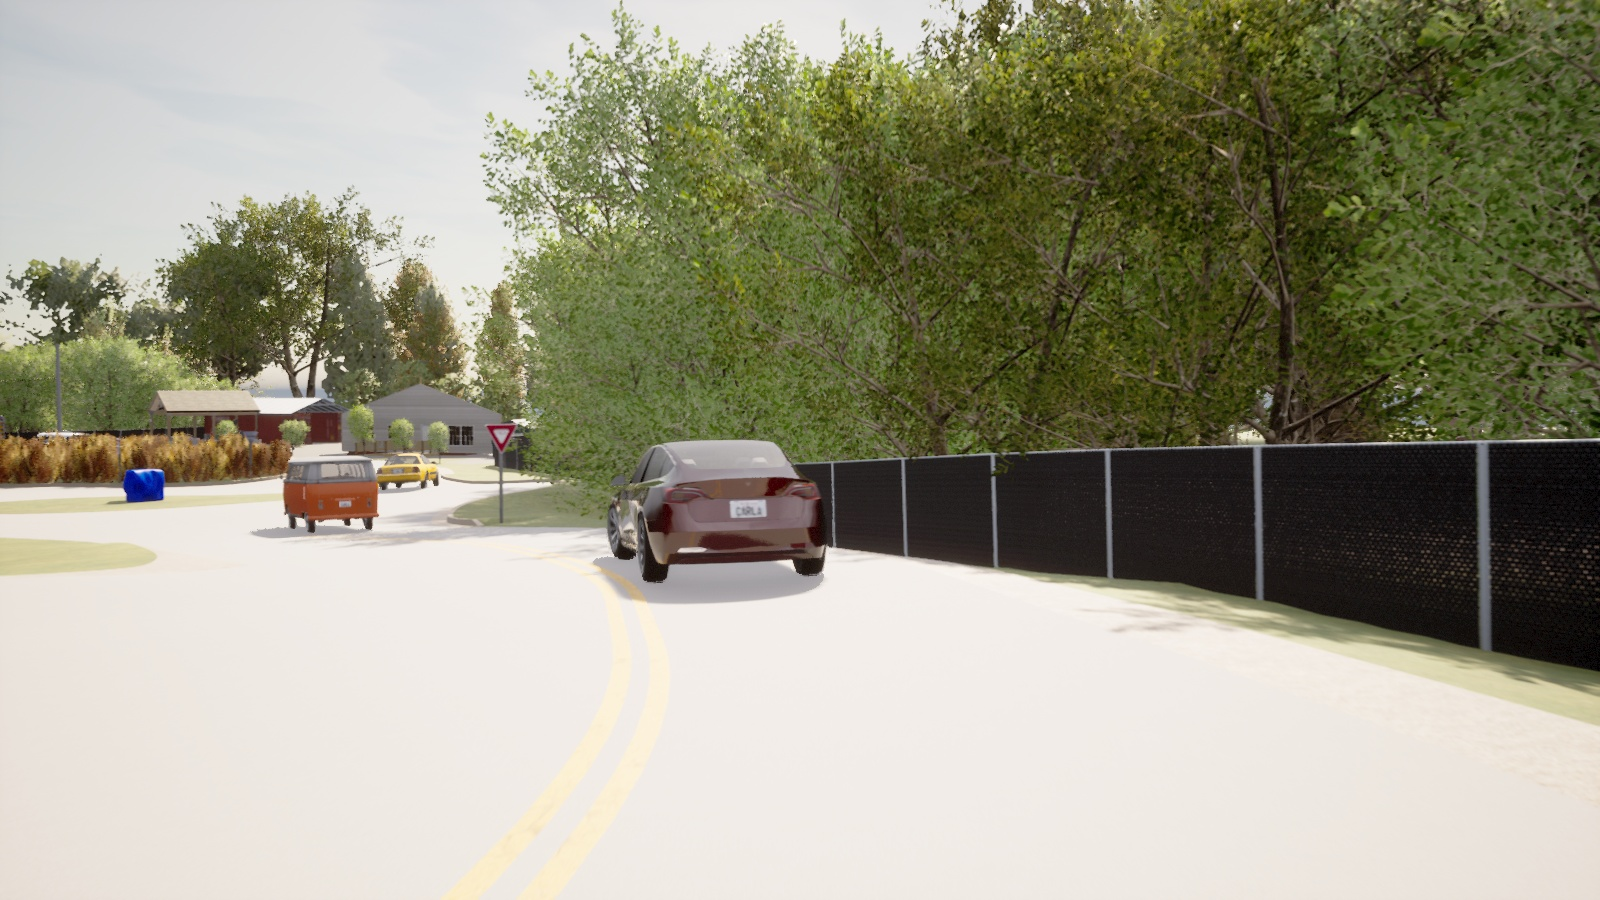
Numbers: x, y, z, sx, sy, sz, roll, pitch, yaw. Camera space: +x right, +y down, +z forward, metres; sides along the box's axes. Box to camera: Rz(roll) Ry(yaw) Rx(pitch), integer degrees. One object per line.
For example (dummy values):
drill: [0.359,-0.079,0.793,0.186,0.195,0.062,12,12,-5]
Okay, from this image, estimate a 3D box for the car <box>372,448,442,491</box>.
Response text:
car: [-16.200,0.764,52.007,1.801,1.575,5.366,-3,0,-8]

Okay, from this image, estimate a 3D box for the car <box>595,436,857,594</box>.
car: [-1.076,0.628,14.682,2.163,1.488,4.792,-1,0,-14]

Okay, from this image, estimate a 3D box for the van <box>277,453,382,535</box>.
van: [-12.720,1.124,33.779,1.775,1.987,4.442,-2,0,-32]
